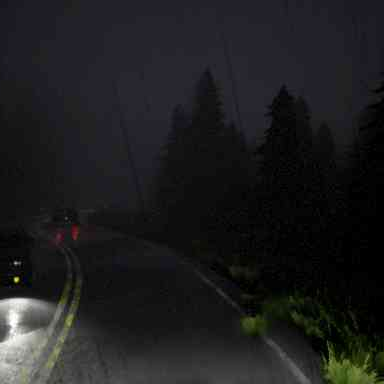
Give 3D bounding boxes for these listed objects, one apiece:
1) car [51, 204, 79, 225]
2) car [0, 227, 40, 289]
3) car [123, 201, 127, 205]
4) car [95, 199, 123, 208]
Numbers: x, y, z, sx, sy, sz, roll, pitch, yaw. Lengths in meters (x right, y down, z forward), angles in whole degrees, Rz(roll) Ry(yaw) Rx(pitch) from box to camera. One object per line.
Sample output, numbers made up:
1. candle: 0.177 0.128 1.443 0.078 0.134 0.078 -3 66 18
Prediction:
1. car: -10.096 1.749 26.561 2.128 1.511 4.902 -2 0 -22
2. car: -5.310 1.694 9.052 1.994 1.385 4.181 -2 0 -21
3. car: -12.258 1.891 52.496 2.128 1.511 4.902 2 0 26
4. car: -11.419 1.952 44.668 1.812 1.442 4.674 0 0 11
